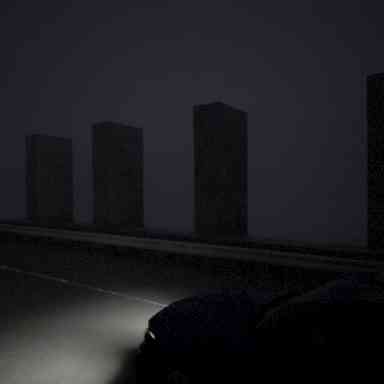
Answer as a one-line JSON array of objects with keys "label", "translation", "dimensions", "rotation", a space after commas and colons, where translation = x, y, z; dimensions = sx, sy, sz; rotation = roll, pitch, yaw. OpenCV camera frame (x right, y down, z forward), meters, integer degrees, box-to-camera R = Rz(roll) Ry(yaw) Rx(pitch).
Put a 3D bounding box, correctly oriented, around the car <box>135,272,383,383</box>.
[{"label": "car", "translation": [1.601, 1.486, 2.875], "dimensions": [4.674, 1.442, 1.812], "rotation": [0, 0, 35]}]
